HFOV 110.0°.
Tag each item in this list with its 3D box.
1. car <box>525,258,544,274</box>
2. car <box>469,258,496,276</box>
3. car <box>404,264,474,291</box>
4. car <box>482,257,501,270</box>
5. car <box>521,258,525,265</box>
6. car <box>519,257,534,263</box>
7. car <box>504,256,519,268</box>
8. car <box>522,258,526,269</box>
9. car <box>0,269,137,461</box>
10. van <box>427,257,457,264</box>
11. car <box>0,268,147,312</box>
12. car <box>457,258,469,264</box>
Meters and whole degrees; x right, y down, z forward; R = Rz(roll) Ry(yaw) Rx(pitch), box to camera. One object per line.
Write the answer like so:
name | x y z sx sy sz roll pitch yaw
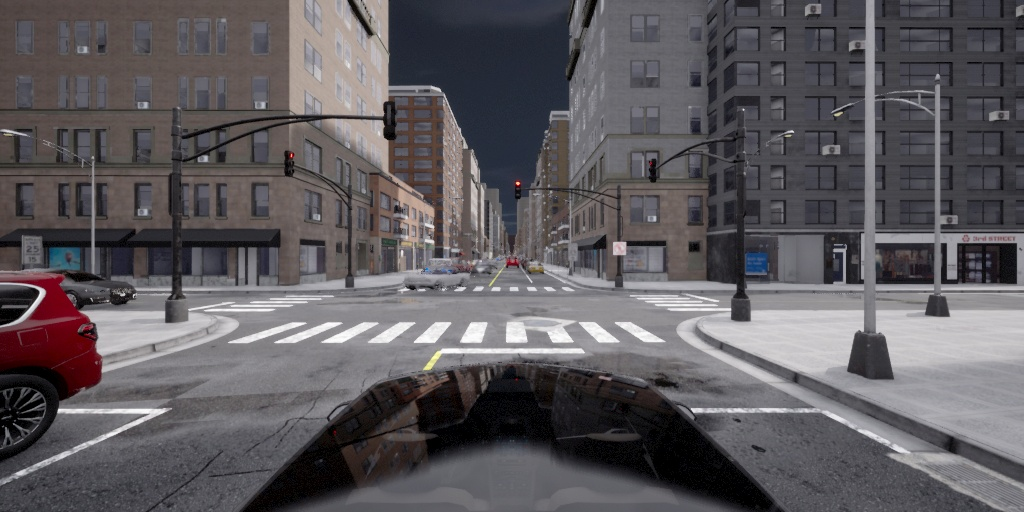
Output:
car | 2.682 1.272 40.483 1.751 1.417 4.829 0 0 0
car | -3.086 1.240 37.520 2.128 1.511 4.902 0 0 0
car | -4.403 1.348 21.777 1.895 1.301 4.718 0 0 21
car | -3.059 1.250 53.761 1.837 1.490 4.892 0 0 0
car | 2.687 1.310 51.502 1.948 1.339 4.313 0 0 0
car | 2.689 1.058 57.096 2.192 1.841 5.009 0 0 0
car | 0.121 0.964 60.989 2.150 2.045 5.566 0 0 0
car | 2.685 1.296 45.908 2.007 1.370 4.403 0 0 0
car | -5.858 1.065 2.153 2.192 1.841 5.009 0 0 0
van | -5.848 1.088 29.101 1.690 1.789 3.998 0 0 0
car | -17.571 1.265 13.872 4.892 1.490 1.837 0 0 -2
car | -5.846 1.062 34.697 2.192 1.841 5.009 0 0 0
